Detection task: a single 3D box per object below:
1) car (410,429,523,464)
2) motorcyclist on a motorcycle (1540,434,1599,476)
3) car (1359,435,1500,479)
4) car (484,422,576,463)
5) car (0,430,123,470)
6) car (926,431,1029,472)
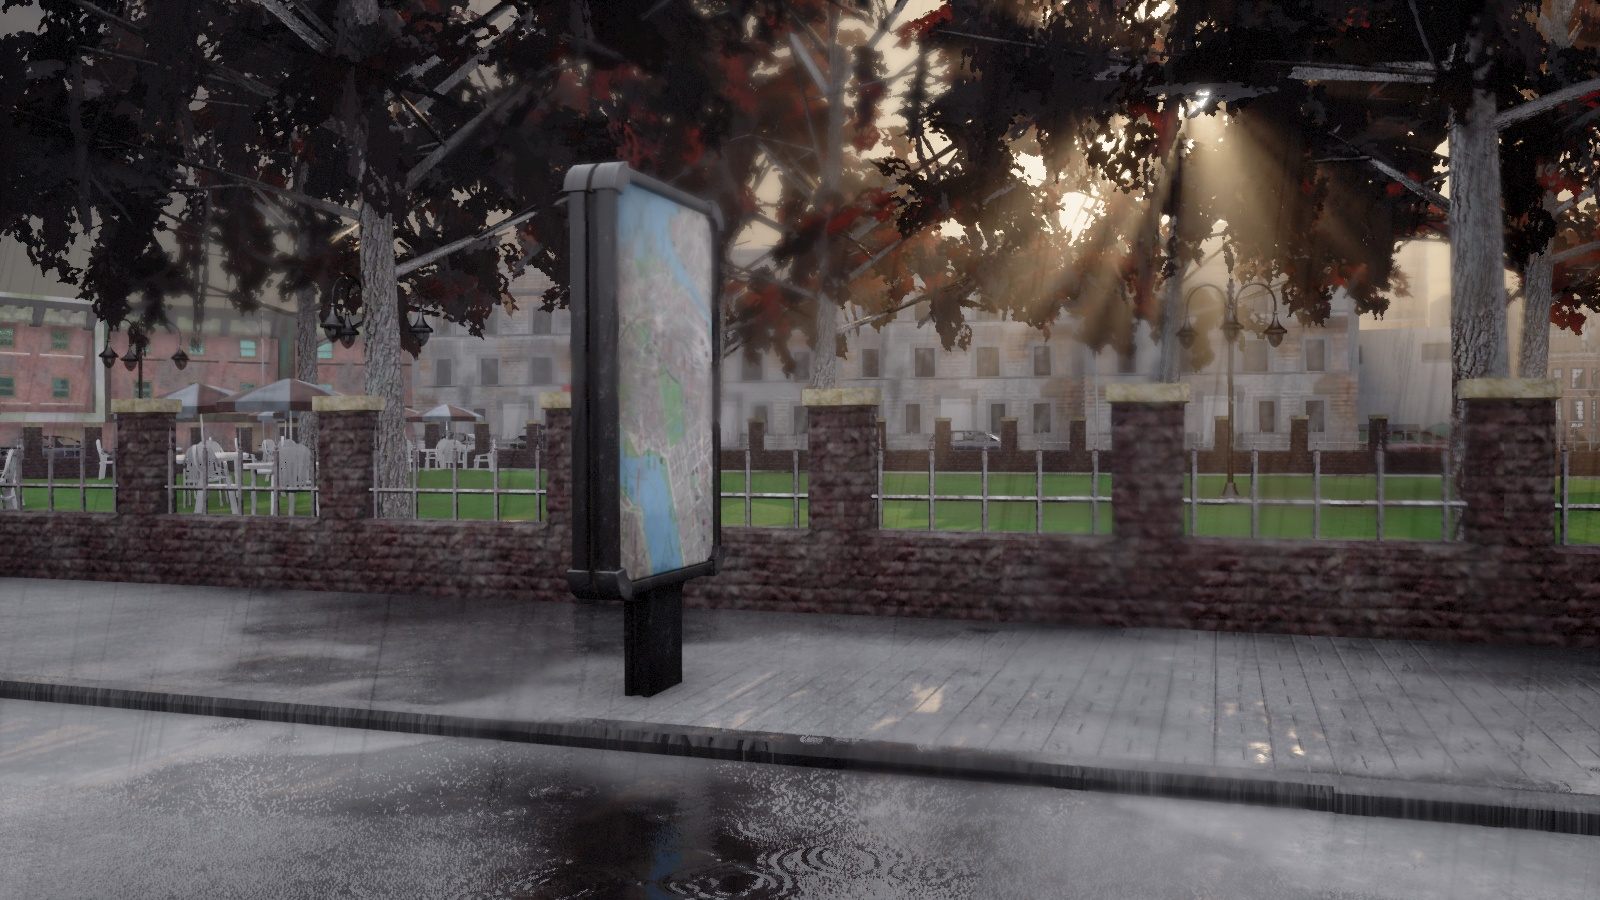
[{"bbox_3d":[-14.960,-0.186,56.412,4.514,1.525,2.007,0,1,16],"label":"car"},{"bbox_3d":[28.484,0.176,46.174,2.044,1.523,0.797,1,1,18],"label":"motorcyclist on a motorcycle"},{"bbox_3d":[22.032,0.217,44.105,4.193,1.474,1.816,1,1,18],"label":"car"},{"bbox_3d":[-12.866,-0.385,59.894,3.866,1.878,1.905,1,1,18],"label":"car"},{"bbox_3d":[-28.653,-0.046,48.637,1.816,1.474,4.193,1,1,18],"label":"car"},{"bbox_3d":[6.959,0.045,49.106,3.705,1.549,1.789,0,1,18],"label":"car"}]
